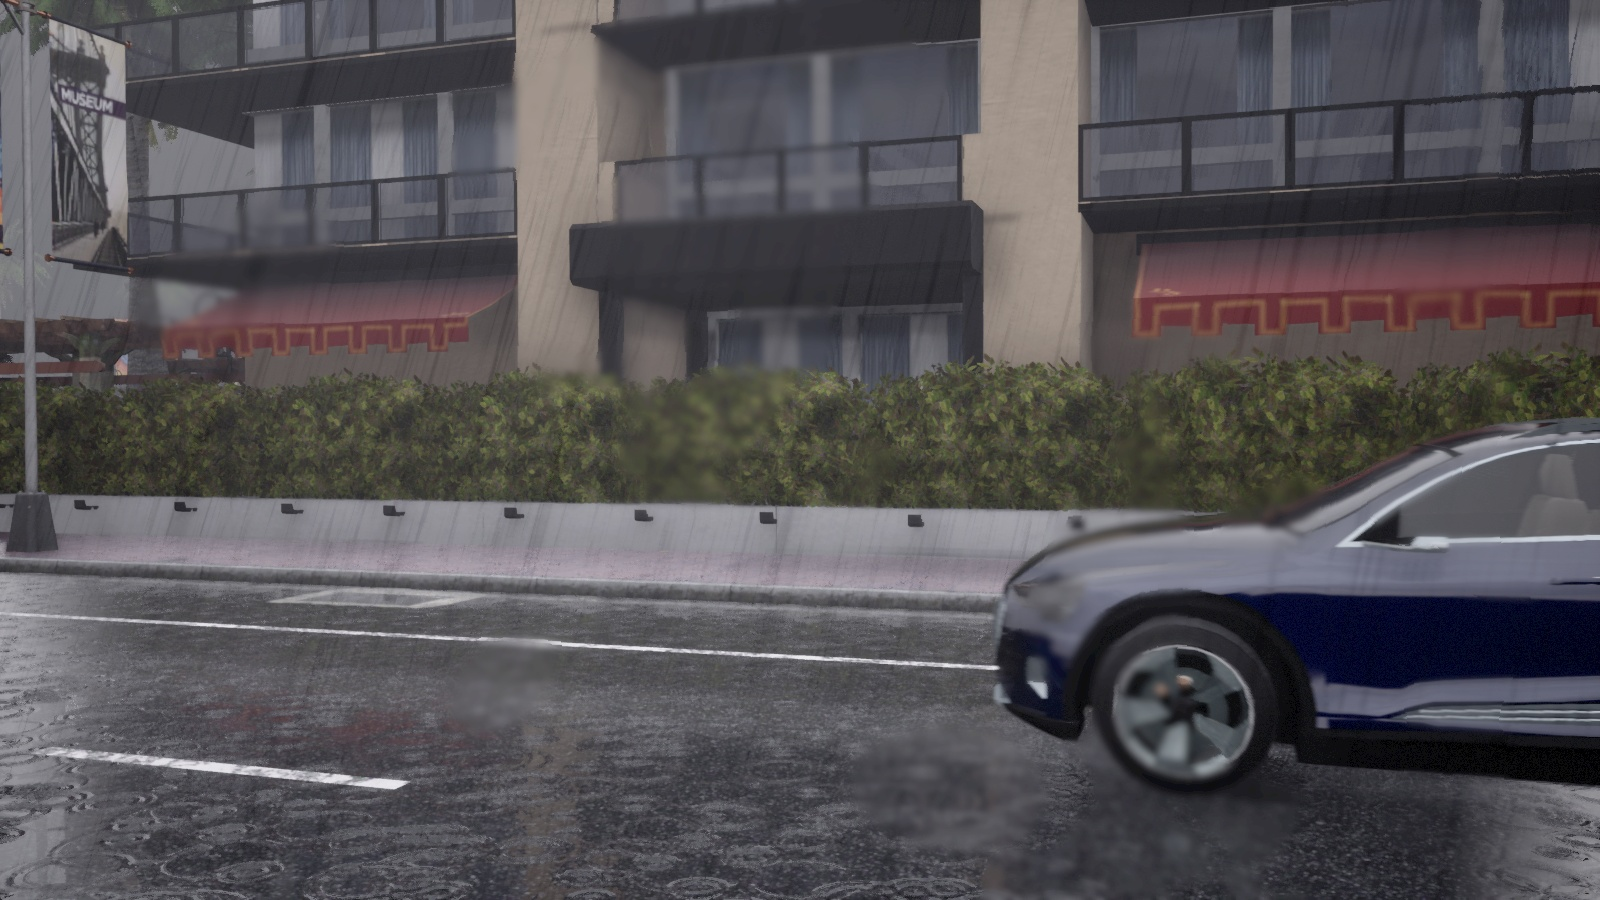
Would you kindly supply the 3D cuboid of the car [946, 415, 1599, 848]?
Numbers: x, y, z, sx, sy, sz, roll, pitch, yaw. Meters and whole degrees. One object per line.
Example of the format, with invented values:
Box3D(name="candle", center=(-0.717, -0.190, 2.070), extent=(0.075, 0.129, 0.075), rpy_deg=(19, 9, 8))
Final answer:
Box3D(name="car", center=(3.273, 0.677, 5.771), extent=(4.856, 1.649, 2.033), rpy_deg=(1, 1, 18))
